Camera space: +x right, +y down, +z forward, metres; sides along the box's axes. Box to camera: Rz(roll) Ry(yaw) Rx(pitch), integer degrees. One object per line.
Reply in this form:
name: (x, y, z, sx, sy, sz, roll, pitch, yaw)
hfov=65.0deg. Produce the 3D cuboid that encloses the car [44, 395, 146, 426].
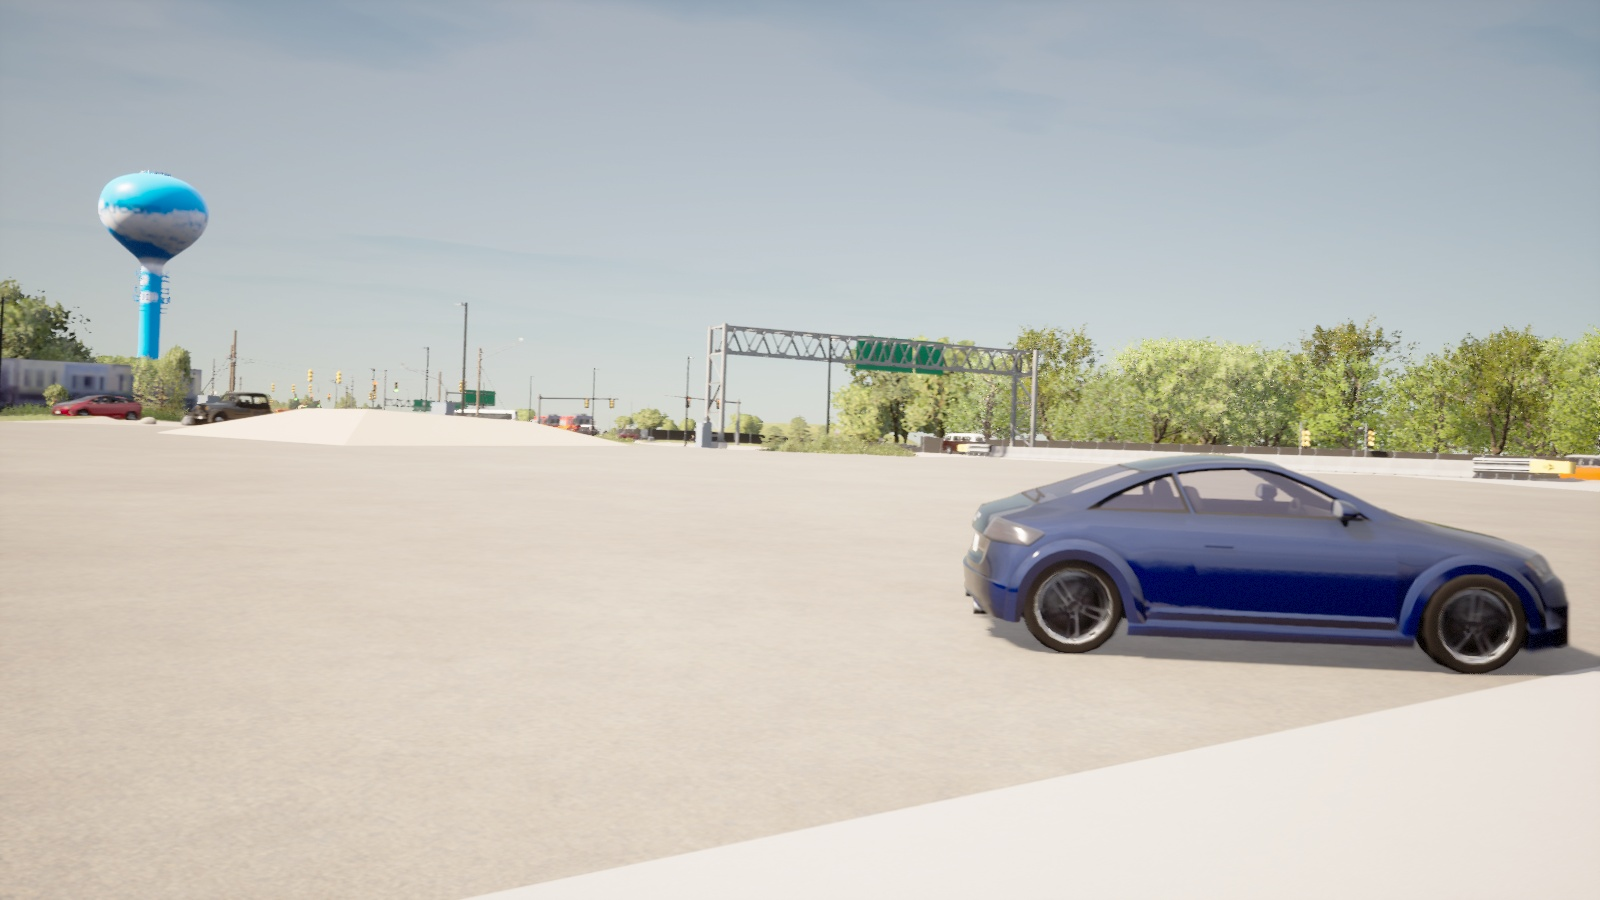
car: (-39.080, -2.175, 69.726, 2.007, 1.525, 4.514, 1, 0, 28)

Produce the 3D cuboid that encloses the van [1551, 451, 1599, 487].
van: (45.554, 1.103, 71.521, 1.775, 1.987, 4.442, 2, 0, -30)

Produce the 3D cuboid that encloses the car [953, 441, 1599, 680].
car: (3.341, 0.730, 9.448, 4.181, 1.385, 1.994, 2, 2, 3)

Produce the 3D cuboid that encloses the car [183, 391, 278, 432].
car: (-28.605, -1.907, 63.179, 1.905, 1.878, 3.866, 3, 1, 35)
